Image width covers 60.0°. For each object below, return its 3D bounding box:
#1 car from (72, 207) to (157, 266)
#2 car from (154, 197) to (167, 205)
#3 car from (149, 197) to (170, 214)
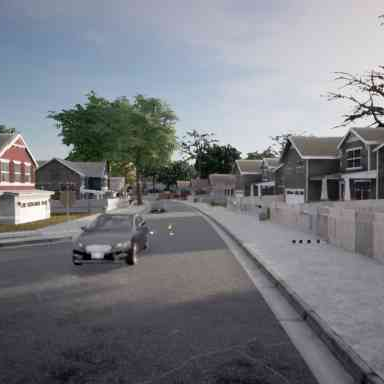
[{"bbox_3d":[-2.630,1.499,11.679,2.128,1.511,4.902,0,0,0],"label":"car"},{"bbox_3d":[-5.799,1.629,60.929,2.033,1.411,5.357,0,0,-8],"label":"car"},{"bbox_3d":[-3.560,1.596,36.668,1.837,1.490,4.892,0,0,-4],"label":"car"}]
